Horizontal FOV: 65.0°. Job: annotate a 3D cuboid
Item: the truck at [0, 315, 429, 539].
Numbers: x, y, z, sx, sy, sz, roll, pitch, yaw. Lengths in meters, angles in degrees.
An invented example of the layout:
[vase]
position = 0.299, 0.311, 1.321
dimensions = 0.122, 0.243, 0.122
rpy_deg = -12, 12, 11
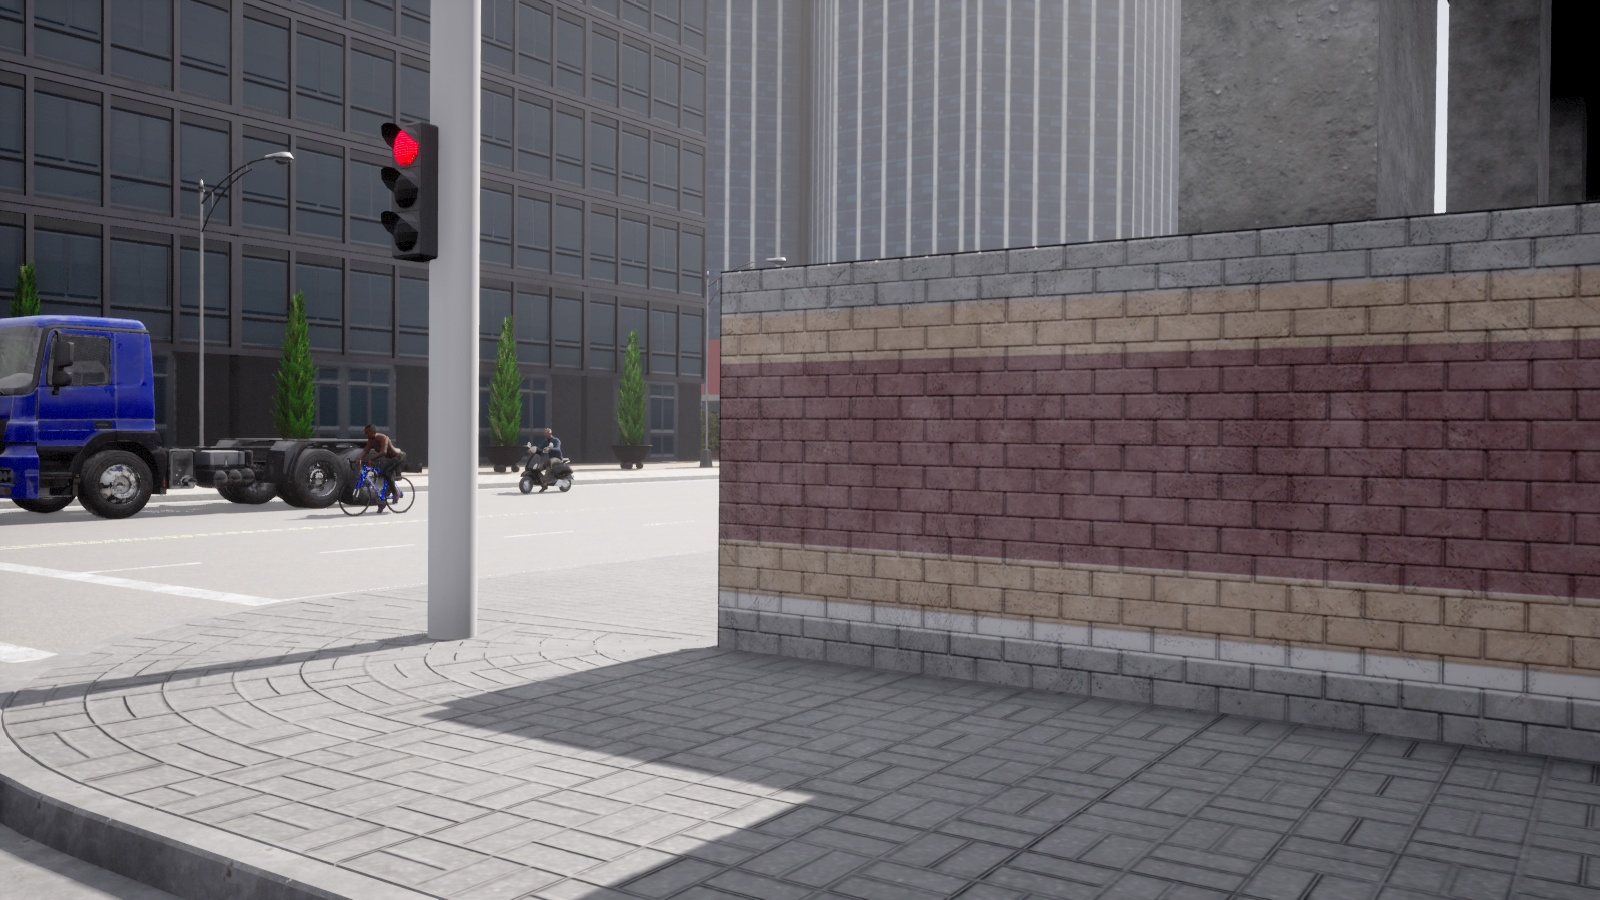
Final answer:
[truck]
position = -11.092, -0.415, 23.453
dimensions = 2.891, 3.462, 7.936
rpy_deg = 0, 1, 34

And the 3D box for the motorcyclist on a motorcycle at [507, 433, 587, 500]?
[motorcyclist on a motorcycle]
position = -6.189, 0.376, 30.776
dimensions = 0.866, 1.590, 1.817
rpy_deg = 0, 1, 34

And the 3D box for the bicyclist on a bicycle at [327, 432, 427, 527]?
[bicyclist on a bicycle]
position = -7.542, 0.501, 22.464
dimensions = 0.582, 1.620, 1.656
rpy_deg = 0, 1, 34
